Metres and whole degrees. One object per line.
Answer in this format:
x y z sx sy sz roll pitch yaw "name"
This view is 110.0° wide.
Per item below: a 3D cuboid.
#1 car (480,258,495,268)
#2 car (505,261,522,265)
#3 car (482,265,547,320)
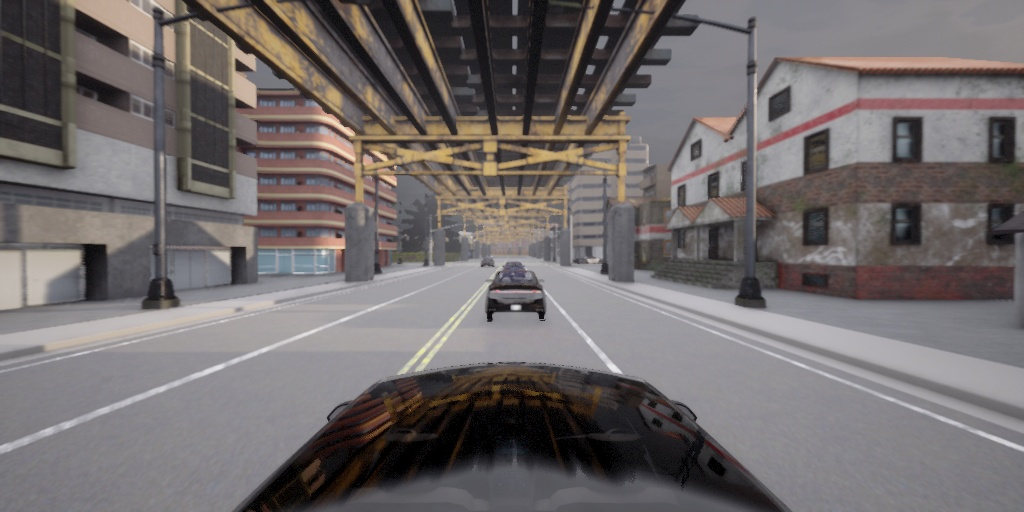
-3.441 0.926 51.572 2.033 1.411 5.357 0 1 0 "car"
0.146 1.160 29.735 1.812 1.442 4.674 0 0 0 "car"
0.116 1.225 12.473 2.128 1.511 4.902 0 0 0 "car"
